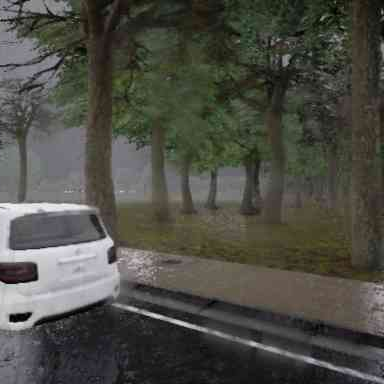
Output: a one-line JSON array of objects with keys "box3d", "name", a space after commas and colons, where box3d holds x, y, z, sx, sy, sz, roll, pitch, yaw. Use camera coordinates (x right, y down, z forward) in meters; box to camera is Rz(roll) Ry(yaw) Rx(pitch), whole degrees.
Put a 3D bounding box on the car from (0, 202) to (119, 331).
[{"box3d": [-3.847, 1.218, 6.425, 5.566, 2.045, 2.150, 0, 0, 35], "name": "car"}]
